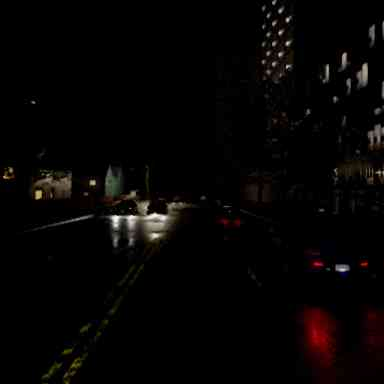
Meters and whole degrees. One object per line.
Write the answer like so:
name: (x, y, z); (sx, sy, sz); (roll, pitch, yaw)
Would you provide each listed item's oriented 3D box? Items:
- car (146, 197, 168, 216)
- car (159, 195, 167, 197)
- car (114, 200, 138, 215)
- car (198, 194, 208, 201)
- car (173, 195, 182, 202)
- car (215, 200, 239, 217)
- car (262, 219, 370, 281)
car: (-3.346, 1.554, 32.876); (2.033, 1.411, 5.357); (0, 0, 0)
car: (-6.502, 1.390, 74.291); (1.837, 1.490, 4.892); (0, 0, 0)
car: (-6.587, 1.533, 33.750); (1.812, 1.442, 4.674); (0, 0, 0)
car: (3.246, 1.642, 92.879); (1.812, 1.442, 4.674); (0, 0, 0)
car: (-3.253, 1.367, 74.291); (1.882, 1.535, 5.008); (0, 0, 0)
car: (3.349, 1.497, 31.780); (2.128, 1.511, 4.902); (0, 0, 0)
car: (3.350, 1.522, 9.711); (1.812, 1.442, 4.674); (0, 0, 0)
